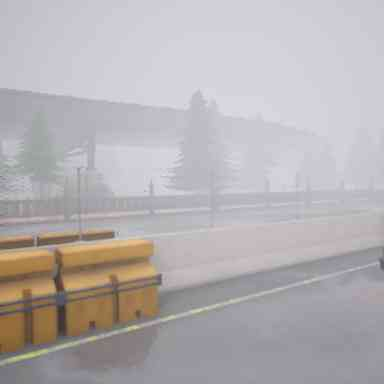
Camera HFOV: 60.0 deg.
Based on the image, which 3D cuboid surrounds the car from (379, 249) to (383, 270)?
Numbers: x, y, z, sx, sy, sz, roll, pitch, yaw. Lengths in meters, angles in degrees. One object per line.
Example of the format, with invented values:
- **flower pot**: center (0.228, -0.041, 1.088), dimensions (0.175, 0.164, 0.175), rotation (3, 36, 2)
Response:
- **car**: center (6.832, 1.309, 8.293), dimensions (5.357, 1.411, 2.033), rotation (-1, 1, -33)
